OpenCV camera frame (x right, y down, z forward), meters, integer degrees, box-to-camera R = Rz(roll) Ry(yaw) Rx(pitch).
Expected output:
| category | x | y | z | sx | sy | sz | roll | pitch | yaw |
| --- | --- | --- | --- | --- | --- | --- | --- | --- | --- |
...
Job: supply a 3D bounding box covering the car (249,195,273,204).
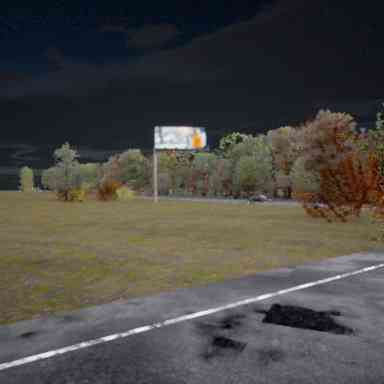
| category | x | y | z | sx | sy | sz | roll | pitch | yaw |
| --- | --- | --- | --- | --- | --- | --- | --- | --- | --- |
| car | 12.030 | 1.262 | 58.173 | 1.812 | 1.442 | 4.674 | 0 | 0 | -34 |
